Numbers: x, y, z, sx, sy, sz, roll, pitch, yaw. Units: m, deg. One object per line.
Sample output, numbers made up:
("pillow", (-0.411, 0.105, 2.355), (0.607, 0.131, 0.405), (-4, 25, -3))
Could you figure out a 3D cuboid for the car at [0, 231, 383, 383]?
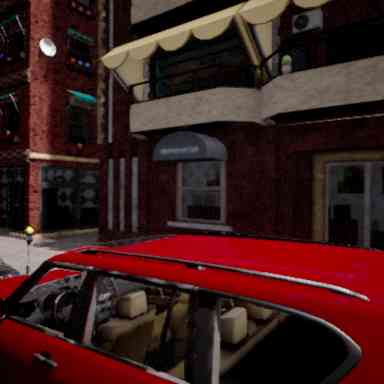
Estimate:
("car", (-0.356, 1.314, 2.960), (5.009, 1.841, 2.192), (0, 1, 35))
